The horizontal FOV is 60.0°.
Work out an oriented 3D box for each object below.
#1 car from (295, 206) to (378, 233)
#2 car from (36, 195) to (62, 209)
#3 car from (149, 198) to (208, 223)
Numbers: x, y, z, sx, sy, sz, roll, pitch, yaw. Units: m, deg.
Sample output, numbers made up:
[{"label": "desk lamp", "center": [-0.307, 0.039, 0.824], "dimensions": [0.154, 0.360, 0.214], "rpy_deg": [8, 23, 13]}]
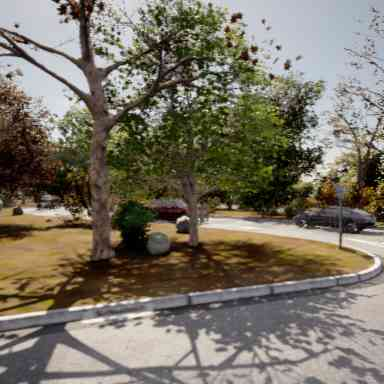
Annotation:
[{"label": "car", "center": [8.636, 1.592, 20.236], "dimensions": [4.674, 1.442, 1.812], "rpy_deg": [1, 0, 41]}, {"label": "car", "center": [-15.851, 1.126, 37.171], "dimensions": [2.128, 1.511, 4.902], "rpy_deg": [1, 0, -8]}, {"label": "car", "center": [-1.155, 1.255, 23.485], "dimensions": [4.553, 1.767, 2.097], "rpy_deg": [1, 0, 29]}]
